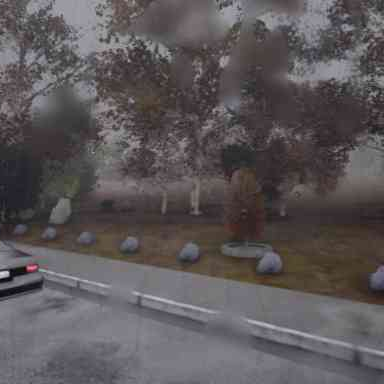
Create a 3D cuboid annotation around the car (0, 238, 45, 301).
[{"bbox_3d":[-5.509,1.568,7.534,5.357,1.411,2.033,0,0,36],"label":"car"}]
